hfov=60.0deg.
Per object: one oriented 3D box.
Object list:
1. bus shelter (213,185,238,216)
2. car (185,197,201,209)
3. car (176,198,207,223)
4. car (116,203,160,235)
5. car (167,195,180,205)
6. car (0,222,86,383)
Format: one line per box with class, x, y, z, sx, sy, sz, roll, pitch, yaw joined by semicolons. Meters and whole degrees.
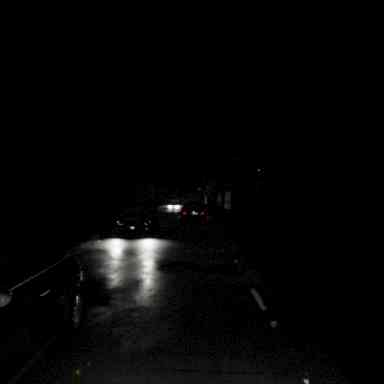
bus shelter;3.166;0.727;32.097;1.920;2.740;3.880;1;1;0
car;0.126;1.390;43.191;1.895;1.301;4.718;0;0;0
car;0.115;1.436;24.420;2.033;1.411;5.357;0;0;0
car;-2.809;1.421;18.142;1.837;1.490;4.892;0;1;0
car;-2.795;1.227;52.017;2.128;1.511;4.902;0;0;0
car;-2.853;1.334;3.674;2.097;1.767;4.553;0;0;1
